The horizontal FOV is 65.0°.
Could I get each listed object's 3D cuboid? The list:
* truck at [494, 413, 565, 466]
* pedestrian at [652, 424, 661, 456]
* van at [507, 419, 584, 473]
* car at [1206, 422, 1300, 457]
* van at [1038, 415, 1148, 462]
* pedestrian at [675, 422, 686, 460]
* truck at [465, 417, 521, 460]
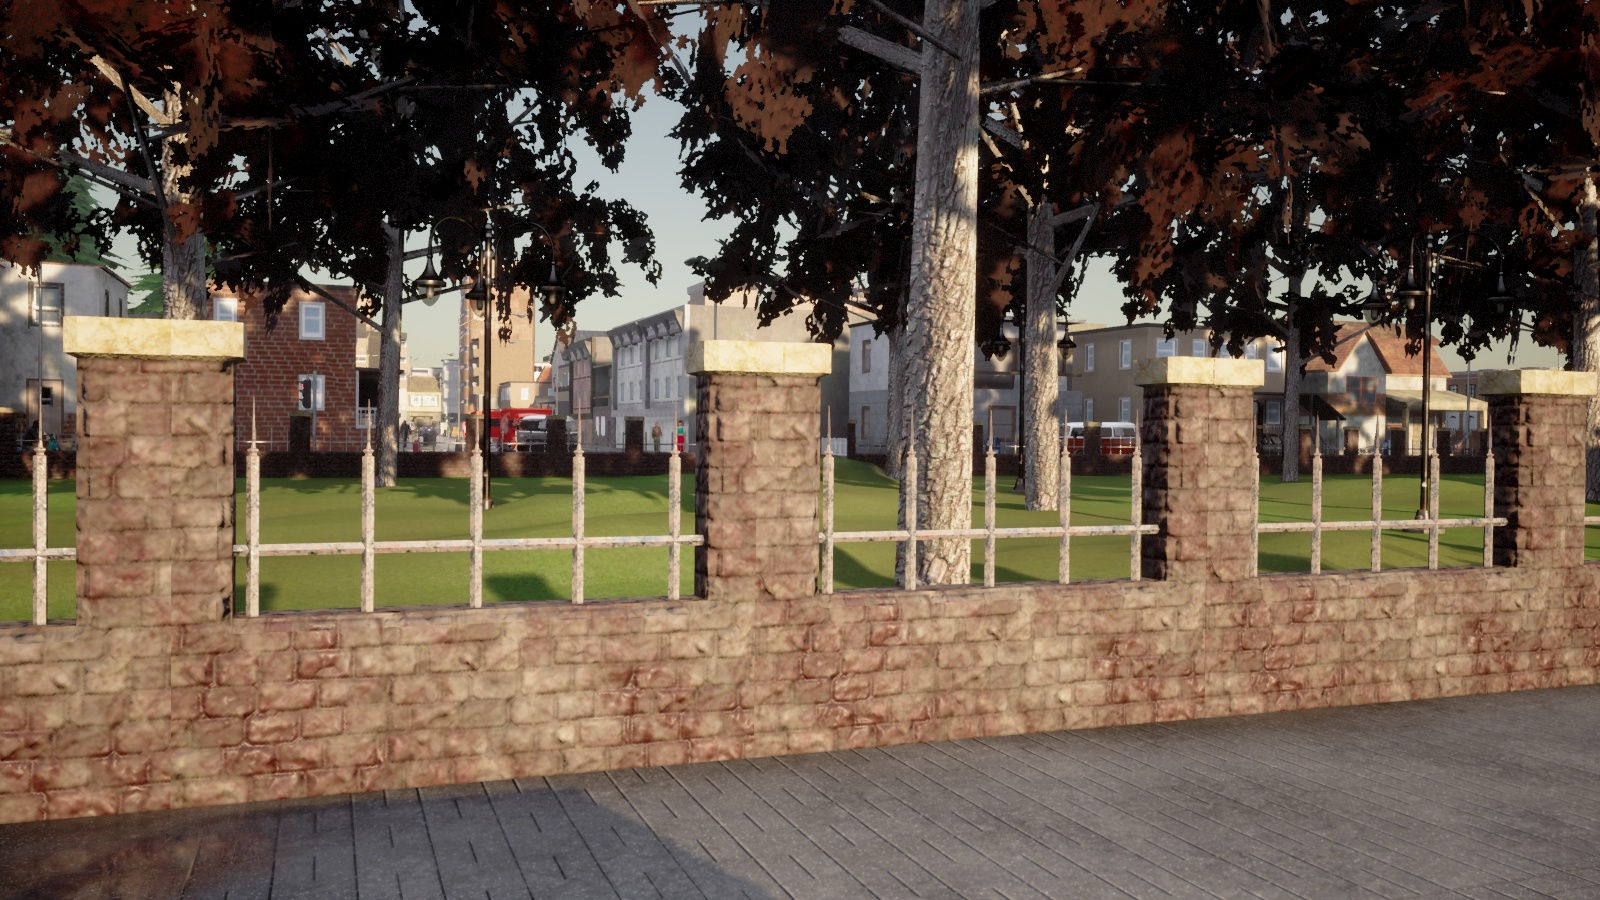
[{"bbox_3d":[-13.415,-0.560,62.044,2.627,2.467,5.204,-1,1,-21],"label":"truck"},{"bbox_3d":[-8.256,-0.578,72.226,0.431,1.840,0.703,-1,1,-9],"label":"pedestrian"},{"bbox_3d":[-10.261,-0.198,50.998,2.069,2.038,4.480,1,1,1],"label":"van"},{"bbox_3d":[21.834,-0.524,60.518,3.988,1.617,1.851,-1,1,-21],"label":"car"},{"bbox_3d":[13.382,-0.555,57.302,4.480,2.038,2.069,-1,1,-21],"label":"van"},{"bbox_3d":[-5.887,-0.434,61.766,0.345,1.836,0.594,0,1,11],"label":"pedestrian"},{"bbox_3d":[-18.497,-0.716,75.444,2.627,2.467,5.204,-1,1,-21],"label":"truck"}]
